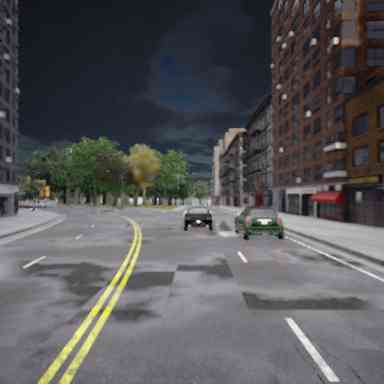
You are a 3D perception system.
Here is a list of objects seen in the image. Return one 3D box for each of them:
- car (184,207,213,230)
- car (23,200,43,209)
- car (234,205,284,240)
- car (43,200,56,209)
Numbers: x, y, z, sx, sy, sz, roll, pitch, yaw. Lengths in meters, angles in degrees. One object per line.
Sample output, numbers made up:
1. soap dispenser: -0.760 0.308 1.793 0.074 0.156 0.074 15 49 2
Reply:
1. car: 0.436 1.807 23.837 1.882 1.535 5.008 0 -1 1
2. car: -36.264 3.096 75.571 1.812 1.442 4.674 0 -1 -42
3. car: 3.635 1.582 18.702 2.097 1.767 4.553 0 -1 1
4. car: -33.836 2.805 77.733 2.150 2.045 5.566 0 -1 -42
